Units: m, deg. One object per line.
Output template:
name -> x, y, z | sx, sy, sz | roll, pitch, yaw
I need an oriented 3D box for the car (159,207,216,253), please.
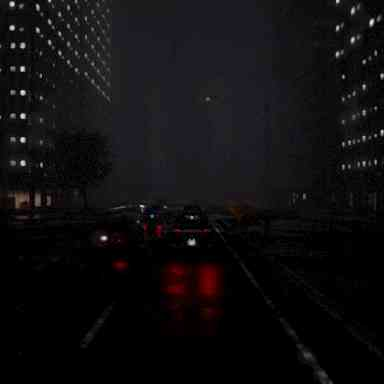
car -> 0.000, 1.627, 14.291 | 2.128, 1.511, 4.902 | 0, 0, 0

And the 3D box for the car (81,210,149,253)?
car -> -3.250, 1.699, 14.316 | 1.994, 1.385, 4.181 | 0, 0, 0

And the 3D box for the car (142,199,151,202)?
car -> -9.774, 2.196, 71.785 | 1.812, 1.442, 4.674 | 0, -1, 0

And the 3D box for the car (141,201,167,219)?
car -> -3.254, 1.802, 29.390 | 1.812, 1.442, 4.674 | 0, 0, 0

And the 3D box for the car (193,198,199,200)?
car -> 1.108, 2.311, 85.835 | 1.837, 1.490, 4.892 | 0, -1, 0

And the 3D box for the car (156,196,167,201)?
car -> -6.524, 1.897, 71.759 | 2.150, 2.045, 5.566 | 0, -1, 0

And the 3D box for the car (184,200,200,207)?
car -> -0.005, 1.783, 29.287 | 1.837, 1.490, 4.892 | 0, 0, 0

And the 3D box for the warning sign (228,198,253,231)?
warning sign -> 2.858, 1.302, 19.817 | 1.300, 1.860, 1.060 | 1, 0, 0
